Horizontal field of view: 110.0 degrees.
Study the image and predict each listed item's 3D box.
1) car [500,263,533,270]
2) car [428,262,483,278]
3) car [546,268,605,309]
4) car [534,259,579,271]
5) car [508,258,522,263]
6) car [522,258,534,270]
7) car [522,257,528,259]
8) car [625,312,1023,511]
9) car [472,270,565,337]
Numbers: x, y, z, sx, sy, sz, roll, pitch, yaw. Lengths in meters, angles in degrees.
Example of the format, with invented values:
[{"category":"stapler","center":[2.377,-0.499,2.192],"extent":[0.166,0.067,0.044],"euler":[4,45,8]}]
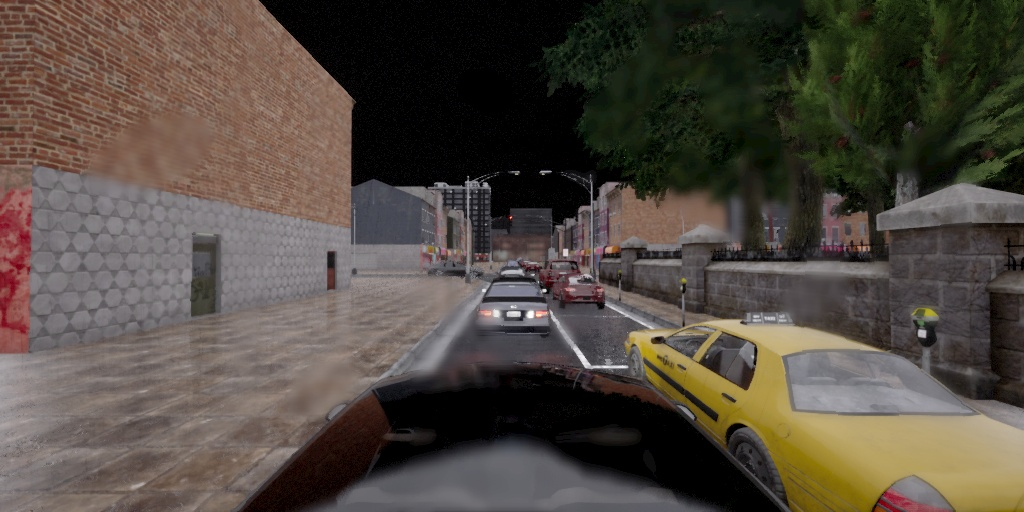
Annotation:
[{"category":"car","center":[0.014,1.287,19.946],"extent":[1.812,1.442,4.674],"euler":[0,0,1]},{"category":"car","center":[-5.069,1.276,32.562],"extent":[4.892,1.490,1.837],"euler":[0,0,-10]},{"category":"car","center":[2.632,1.338,14.716],"extent":[1.802,1.307,4.207],"euler":[0,0,0]},{"category":"car","center":[2.628,1.076,20.165],"extent":[2.192,1.841,5.009],"euler":[0,0,0]},{"category":"car","center":[0.071,1.389,57.831],"extent":[2.033,1.411,5.357],"euler":[0,0,0]},{"category":"car","center":[2.610,1.356,46.594],"extent":[1.888,1.381,4.507],"euler":[0,0,0]},{"category":"car","center":[2.599,1.403,62.905],"extent":[1.888,1.381,4.507],"euler":[0,0,0]},{"category":"car","center":[2.639,1.276,3.988],"extent":[1.751,1.417,4.829],"euler":[0,0,0]},{"category":"car","center":[0.062,1.300,10.234],"extent":[2.033,1.411,5.357],"euler":[0,0,0]}]
